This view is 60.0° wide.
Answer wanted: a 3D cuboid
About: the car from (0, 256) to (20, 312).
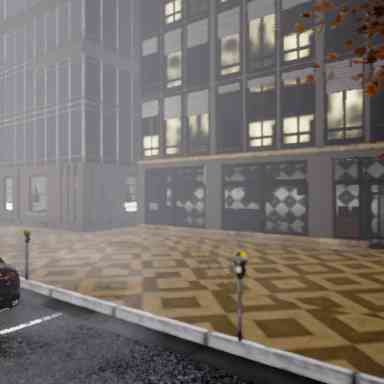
[{"bbox_3d":[-5.047,1.584,6.470,4.403,1.369,2.008,0,0,35],"label":"car"}]
